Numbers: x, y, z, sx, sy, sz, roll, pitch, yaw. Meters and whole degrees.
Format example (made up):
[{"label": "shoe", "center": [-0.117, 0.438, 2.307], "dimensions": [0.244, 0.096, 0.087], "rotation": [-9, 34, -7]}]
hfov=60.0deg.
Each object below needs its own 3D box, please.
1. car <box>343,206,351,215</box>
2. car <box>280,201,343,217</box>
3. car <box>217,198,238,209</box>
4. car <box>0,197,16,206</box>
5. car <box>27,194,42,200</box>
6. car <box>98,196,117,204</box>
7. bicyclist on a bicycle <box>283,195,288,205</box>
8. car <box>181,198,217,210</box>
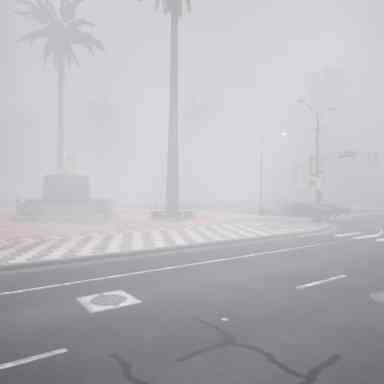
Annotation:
[{"label": "car", "center": [13.656, 1.586, 33.470], "dimensions": [1.994, 1.385, 4.181], "rotation": [0, 0, -37]}, {"label": "car", "center": [10.863, 1.567, 31.293], "dimensions": [2.033, 1.411, 5.357], "rotation": [0, 0, -34]}, {"label": "car", "center": [3.609, 1.568, 45.139], "dimensions": [5.357, 1.411, 2.033], "rotation": [0, 0, 37]}, {"label": "car", "center": [-31.103, 1.510, 53.610], "dimensions": [4.892, 1.490, 1.837], "rotation": [0, 0, -16]}, {"label": "car", "center": [-26.043, 1.231, 58.552], "dimensions": [5.566, 2.045, 2.150], "rotation": [0, 0, -10]}, {"label": "car", "center": [-15.834, 1.507, 59.114], "dimensions": [4.902, 1.511, 2.128], "rotation": [0, 0, 2]}, {"label": "bicyclist on a bicycle", "center": [15.276, 1.332, 54.461], "dimensions": [0.582, 1.620, 1.656], "rotation": [0, 0, 42]}, {"label": "car", "center": [0.642, 1.582, 42.874], "dimensions": [4.181, 1.385, 1.994], "rotation": [0, 0, 34]}]
